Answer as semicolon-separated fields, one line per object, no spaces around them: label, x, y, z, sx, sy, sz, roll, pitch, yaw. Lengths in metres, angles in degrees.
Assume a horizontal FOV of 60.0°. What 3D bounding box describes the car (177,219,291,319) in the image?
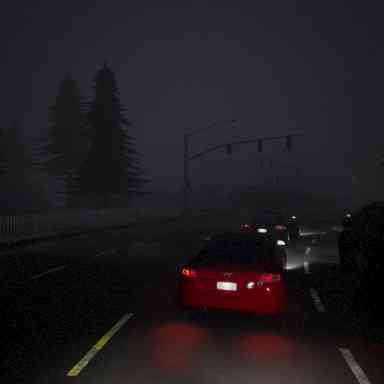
car;1.123;1.564;7.568;1.994;1.385;4.181;0;0;15

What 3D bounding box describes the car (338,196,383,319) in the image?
car;4.701;1.221;7.210;2.150;2.045;5.566;0;0;15

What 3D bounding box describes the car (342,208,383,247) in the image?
car;8.359;1.563;15.802;1.994;1.385;4.181;0;0;28

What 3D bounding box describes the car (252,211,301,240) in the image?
car;3.781;1.563;15.540;1.994;1.385;4.181;0;0;26
